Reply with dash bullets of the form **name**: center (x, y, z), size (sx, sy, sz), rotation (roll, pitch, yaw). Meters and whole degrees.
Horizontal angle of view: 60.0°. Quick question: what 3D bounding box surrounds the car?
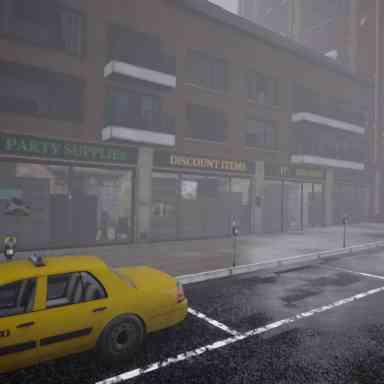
- **car**: center (-2.348, 1.526, 4.400), size (4.829, 1.417, 1.752), rotation (0, 2, -35)
